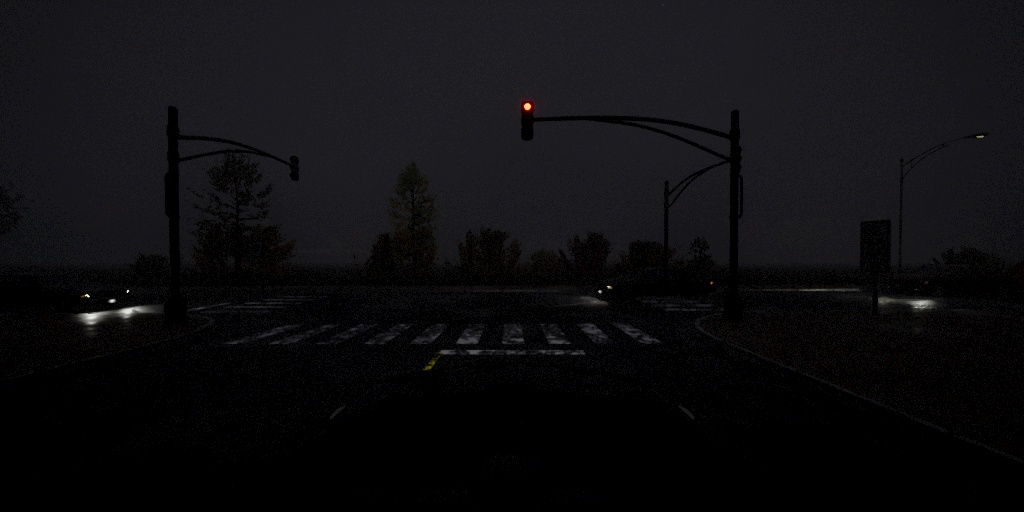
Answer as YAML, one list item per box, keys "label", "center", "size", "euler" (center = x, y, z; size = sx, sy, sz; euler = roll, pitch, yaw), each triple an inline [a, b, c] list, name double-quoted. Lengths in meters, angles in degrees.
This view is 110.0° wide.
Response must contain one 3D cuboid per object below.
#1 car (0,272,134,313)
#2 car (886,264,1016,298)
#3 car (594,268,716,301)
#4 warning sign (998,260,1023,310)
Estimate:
- label: "car"
  center: [-18.015, 1.342, 13.723]
  size: [5.357, 1.411, 2.033]
  euler: [0, 1, -1]
- label: "car"
  center: [21.401, 1.167, 17.605]
  size: [5.008, 1.535, 1.882]
  euler: [0, 1, -1]
- label: "car"
  center: [6.728, 1.266, 16.971]
  size: [5.357, 1.411, 2.033]
  euler: [0, 1, -7]
- label: "warning sign"
  center: [17.013, 0.893, 11.719]
  size: [1.060, 1.860, 1.300]
  euler: [0, 0, -1]
